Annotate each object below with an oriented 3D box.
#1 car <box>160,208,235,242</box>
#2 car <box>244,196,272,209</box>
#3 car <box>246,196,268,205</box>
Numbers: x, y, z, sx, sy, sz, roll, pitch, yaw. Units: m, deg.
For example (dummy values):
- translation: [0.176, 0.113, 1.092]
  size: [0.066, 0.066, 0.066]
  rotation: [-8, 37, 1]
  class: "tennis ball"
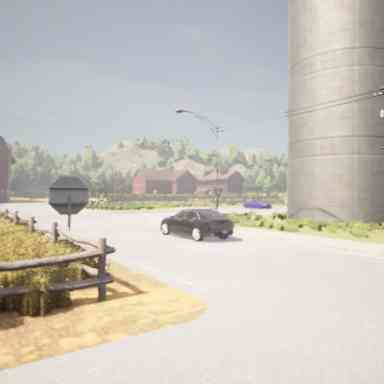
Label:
- translation: [0.133, 1.614, 17.325]
  size: [1.837, 1.490, 4.892]
  rotation: [1, -1, -35]
  class: "car"
- translation: [10.417, 1.900, 52.373]
  size: [2.242, 1.667, 4.611]
  rotation: [1, 0, -36]
  class: "car"
- translation: [13.930, 1.880, 71.341]
  size: [1.932, 1.855, 4.605]
  rotation: [1, 0, -36]
  class: "car"
